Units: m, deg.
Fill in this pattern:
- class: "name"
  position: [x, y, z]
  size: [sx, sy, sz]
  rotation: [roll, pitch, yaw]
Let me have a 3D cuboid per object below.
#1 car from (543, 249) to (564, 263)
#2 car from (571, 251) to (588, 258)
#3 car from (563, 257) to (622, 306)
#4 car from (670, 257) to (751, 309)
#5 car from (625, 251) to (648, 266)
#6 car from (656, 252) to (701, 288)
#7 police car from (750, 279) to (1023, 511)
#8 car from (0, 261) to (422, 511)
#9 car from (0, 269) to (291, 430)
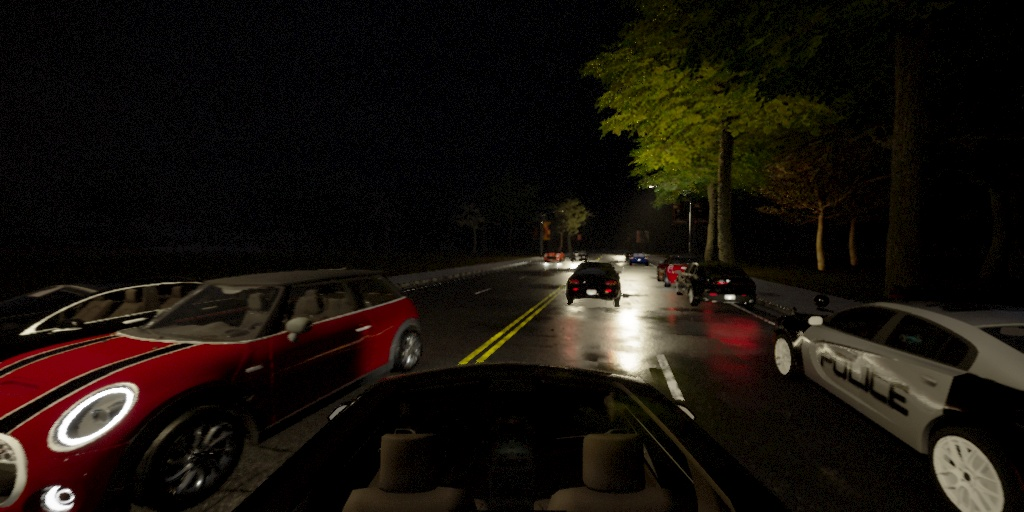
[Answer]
- class: "car"
  position: [5.394, -0.112, 45.910]
  size: [2.097, 1.767, 4.553]
  rotation: [1, 2, 16]
- class: "car"
  position: [8.512, 0.073, 45.009]
  size: [2.128, 1.511, 4.902]
  rotation: [1, 2, 16]
- class: "car"
  position: [3.195, 0.949, 13.772]
  size: [1.812, 1.442, 4.674]
  rotation: [1, 2, 16]
- class: "car"
  position: [7.389, 0.965, 13.393]
  size: [1.837, 1.490, 4.892]
  rotation: [1, 2, 16]
- class: "car"
  position: [13.833, 0.333, 39.464]
  size: [1.994, 1.385, 4.181]
  rotation: [1, 2, 15]
- class: "car"
  position: [9.021, 0.659, 19.129]
  size: [2.097, 1.767, 4.553]
  rotation: [1, 2, 16]
- class: "police car"
  position: [4.686, 1.140, 3.879]
  size: [1.930, 1.638, 5.238]
  rotation: [1, 2, 16]
- class: "car"
  position: [-3.034, 1.005, 4.420]
  size: [2.097, 1.767, 4.553]
  rotation: [1, 2, 16]
- class: "car"
  position: [-6.148, 1.112, 5.356]
  size: [1.837, 1.490, 4.892]
  rotation: [1, 2, 16]
